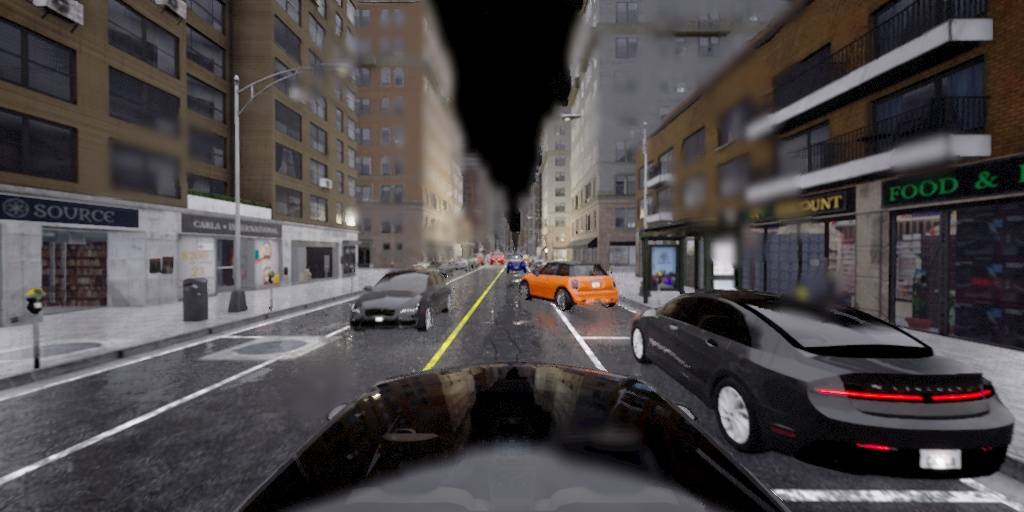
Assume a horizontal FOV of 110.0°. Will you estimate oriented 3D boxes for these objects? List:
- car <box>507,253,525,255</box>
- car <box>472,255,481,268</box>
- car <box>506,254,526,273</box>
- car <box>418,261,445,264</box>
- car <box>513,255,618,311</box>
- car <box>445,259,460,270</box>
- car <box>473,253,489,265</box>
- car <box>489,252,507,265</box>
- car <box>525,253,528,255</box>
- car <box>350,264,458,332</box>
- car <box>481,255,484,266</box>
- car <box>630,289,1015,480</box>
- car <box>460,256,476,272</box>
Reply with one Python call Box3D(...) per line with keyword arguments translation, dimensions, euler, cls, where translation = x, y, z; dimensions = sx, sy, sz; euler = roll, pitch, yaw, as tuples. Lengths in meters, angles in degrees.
Box3D(translation=(0.648, 0.734, 52.958), dimensions=(2.128, 1.511, 4.902), euler=(0, 0, 0), cls="car")
Box3D(translation=(-5.399, 0.894, 44.397), dimensions=(1.948, 1.339, 4.313), euler=(0, 0, 1), cls="car")
Box3D(translation=(0.467, 0.885, 36.627), dimensions=(1.882, 1.535, 5.008), euler=(0, 1, 1), cls="car")
Box3D(translation=(-5.641, 1.072, 22.134), dimensions=(1.751, 1.417, 4.829), euler=(0, 0, 1), cls="car")
Box3D(translation=(2.009, 0.981, 14.062), dimensions=(2.097, 1.767, 4.553), euler=(0, 0, -23), cls="car")
Box3D(translation=(-5.579, 1.058, 27.827), dimensions=(1.948, 1.339, 4.313), euler=(0, 0, 1), cls="car")
Box3D(translation=(-5.280, 0.532, 55.443), dimensions=(2.192, 1.841, 5.009), euler=(0, 0, 1), cls="car")
Box3D(translation=(-2.387, 0.391, 58.713), dimensions=(2.150, 2.045, 5.566), euler=(0, 0, 1), cls="car")
Box3D(translation=(3.186, 0.716, 49.853), dimensions=(1.967, 1.591, 4.097), euler=(0, 0, 1), cls="car")
Box3D(translation=(-3.008, 1.166, 10.613), dimensions=(1.837, 1.490, 4.892), euler=(0, 1, 1), cls="car")
Box3D(translation=(-5.340, 0.855, 49.920), dimensions=(1.802, 1.307, 4.207), euler=(0, 0, 1), cls="car")
Box3D(translation=(3.178, 1.222, 5.058), dimensions=(1.837, 1.490, 4.892), euler=(0, 1, 1), cls="car")
Box3D(translation=(-5.460, 0.933, 38.873), dimensions=(2.007, 1.370, 4.403), euler=(0, 0, 1), cls="car")
